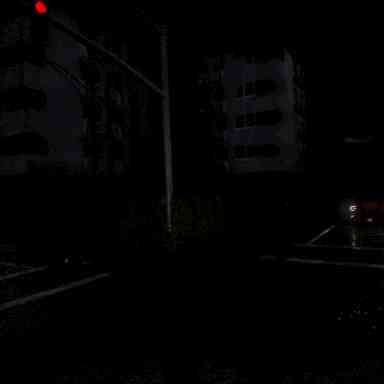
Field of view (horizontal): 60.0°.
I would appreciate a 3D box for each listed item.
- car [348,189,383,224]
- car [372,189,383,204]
[{"bbox_3d":[10.157,0.791,18.778,2.097,1.767,4.553,-2,1,32],"label":"car"},{"bbox_3d":[20.622,0.449,35.756,1.837,1.490,4.892,-2,1,32],"label":"car"}]
